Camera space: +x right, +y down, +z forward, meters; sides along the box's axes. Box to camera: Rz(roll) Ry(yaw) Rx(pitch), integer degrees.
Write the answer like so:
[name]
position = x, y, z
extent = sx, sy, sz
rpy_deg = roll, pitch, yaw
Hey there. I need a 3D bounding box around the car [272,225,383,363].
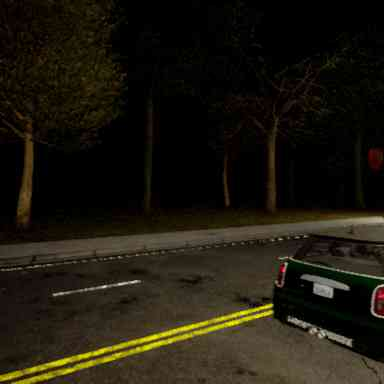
[car]
position = 3.549, 1.372, 5.729
extent = 4.553, 1.767, 2.097
rpy_deg = 0, 0, -34
